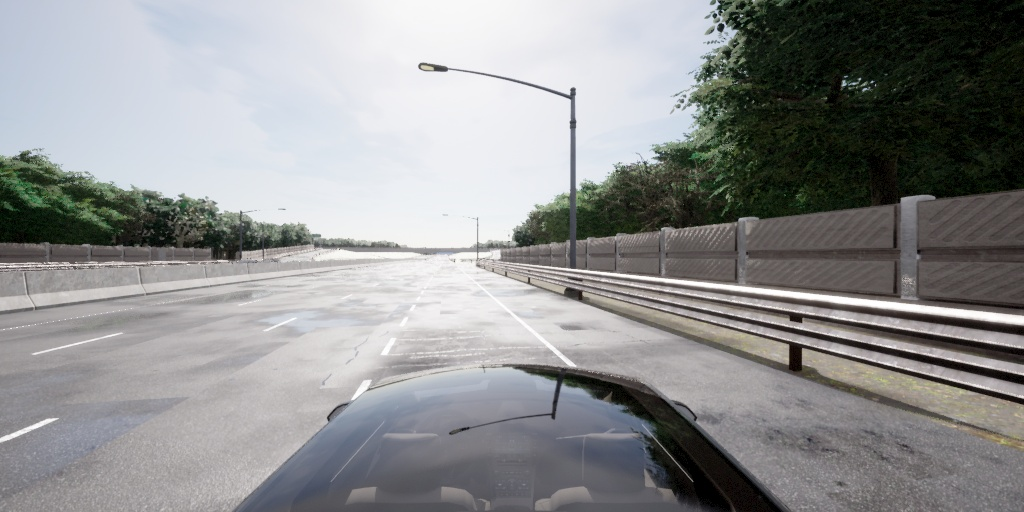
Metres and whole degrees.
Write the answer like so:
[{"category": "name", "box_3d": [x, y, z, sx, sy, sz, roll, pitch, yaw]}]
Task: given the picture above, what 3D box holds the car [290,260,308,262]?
[{"category": "car", "box_3d": [-30.568, 1.399, 52.341, 1.895, 1.301, 4.718, 0, 0, -10]}]
